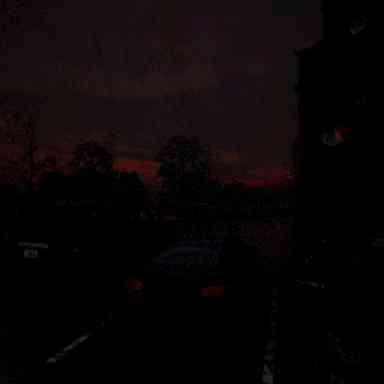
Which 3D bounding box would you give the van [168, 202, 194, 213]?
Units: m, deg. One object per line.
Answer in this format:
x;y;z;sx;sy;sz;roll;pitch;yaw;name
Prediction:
-2.079;2.900;62.638;4.442;1.987;1.878;0;-2;15;van

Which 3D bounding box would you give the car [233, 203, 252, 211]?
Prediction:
12.957;3.812;84.724;4.553;1.767;2.185;0;-2;14;car

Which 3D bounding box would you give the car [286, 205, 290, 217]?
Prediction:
12.225;3.137;51.583;4.792;1.488;2.163;1;-1;15;car

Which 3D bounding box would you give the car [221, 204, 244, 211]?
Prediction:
9.782;3.755;79.773;5.366;1.575;1.946;0;-2;14;car

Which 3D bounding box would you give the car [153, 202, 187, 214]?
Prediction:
-3.910;2.785;60.221;5.566;2.045;2.435;0;-2;15;car

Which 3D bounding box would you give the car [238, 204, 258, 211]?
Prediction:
14.579;4.028;87.190;5.008;1.535;2.097;0;-2;14;car

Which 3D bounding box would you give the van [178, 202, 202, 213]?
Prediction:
-0.393;2.990;65.089;4.442;1.987;1.878;0;-2;15;van

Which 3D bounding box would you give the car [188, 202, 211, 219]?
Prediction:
-1.430;2.120;31.794;5.566;2.045;2.435;2;-1;15;car

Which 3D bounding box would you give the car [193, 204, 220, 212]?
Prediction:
3.049;3.394;69.965;5.366;1.575;1.946;0;-2;15;car

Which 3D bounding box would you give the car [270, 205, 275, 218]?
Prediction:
8.812;2.956;46.637;4.792;1.488;2.163;1;-1;15;car

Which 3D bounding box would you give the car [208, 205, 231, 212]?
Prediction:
6.269;3.607;74.906;4.792;1.488;2.163;0;-2;15;car

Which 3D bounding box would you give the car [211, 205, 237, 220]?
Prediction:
1.987;2.565;36.744;5.008;1.535;2.097;1;-1;15;car

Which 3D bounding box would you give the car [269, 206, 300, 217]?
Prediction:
15.669;3.289;56.521;5.008;1.535;2.097;1;-1;15;car

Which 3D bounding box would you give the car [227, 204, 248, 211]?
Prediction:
11.274;3.849;82.265;4.892;1.521;2.231;0;-2;14;car

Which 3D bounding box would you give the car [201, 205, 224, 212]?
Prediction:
4.524;3.516;72.463;4.792;1.488;2.163;0;-2;15;car

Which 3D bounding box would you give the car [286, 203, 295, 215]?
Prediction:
13.997;2.949;54.054;5.566;2.045;2.435;1;-1;15;car

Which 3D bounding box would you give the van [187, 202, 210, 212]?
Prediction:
1.295;3.081;67.542;4.442;1.987;1.878;0;-2;15;van

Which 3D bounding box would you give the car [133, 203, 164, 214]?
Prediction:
-7.231;2.730;55.301;4.553;1.767;2.185;0;-2;15;car

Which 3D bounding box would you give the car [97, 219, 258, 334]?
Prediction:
0.273;1.521;6.737;2.002;1.452;4.674;0;-1;15;car

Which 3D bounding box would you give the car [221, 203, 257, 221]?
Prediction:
5.394;2.620;41.706;4.553;1.767;2.185;1;-1;15;car

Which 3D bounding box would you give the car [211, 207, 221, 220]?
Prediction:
0.256;2.510;34.263;4.674;1.452;2.002;1;-1;15;car

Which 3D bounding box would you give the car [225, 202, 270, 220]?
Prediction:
7.111;2.585;44.166;5.566;2.045;2.435;1;-1;15;car

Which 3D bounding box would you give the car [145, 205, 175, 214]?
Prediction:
-5.573;2.986;57.761;4.674;1.452;2.002;0;-2;15;car

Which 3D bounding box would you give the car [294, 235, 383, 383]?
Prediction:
2.687;1.487;5.028;2.231;1.521;4.892;1;-1;15;car

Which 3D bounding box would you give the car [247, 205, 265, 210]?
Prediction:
17.788;4.238;92.150;4.792;1.488;2.163;0;-2;13;car

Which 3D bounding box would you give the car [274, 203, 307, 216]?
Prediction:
17.407;3.130;58.997;5.566;2.045;2.435;2;-1;15;car

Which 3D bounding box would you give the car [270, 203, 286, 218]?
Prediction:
10.527;2.766;49.112;5.566;2.045;2.435;1;-1;15;car

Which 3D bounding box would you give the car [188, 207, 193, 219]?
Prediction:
-3.011;2.266;29.263;5.366;1.575;1.946;2;-1;15;car

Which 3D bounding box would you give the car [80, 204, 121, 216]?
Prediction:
-12.986;2.557;47.324;5.366;1.575;1.946;0;-2;15;car

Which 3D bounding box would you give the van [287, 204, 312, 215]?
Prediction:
20.678;3.333;63.972;4.442;1.987;1.878;1;-1;15;van

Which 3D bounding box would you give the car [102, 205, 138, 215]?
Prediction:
-10.850;2.692;50.069;4.792;1.488;2.163;0;-2;15;car

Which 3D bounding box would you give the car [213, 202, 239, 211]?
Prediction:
7.899;3.416;77.373;5.566;2.045;2.435;0;-2;14;car

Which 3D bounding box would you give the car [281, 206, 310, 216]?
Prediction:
19.081;3.471;61.466;5.008;1.535;2.097;1;-1;15;car

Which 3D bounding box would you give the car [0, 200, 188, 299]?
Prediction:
-2.138;1.226;8.482;2.435;2.045;5.566;0;-1;15;car

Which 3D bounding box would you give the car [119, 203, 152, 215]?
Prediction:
-8.980;2.640;52.876;4.553;1.767;2.185;0;-2;15;car
